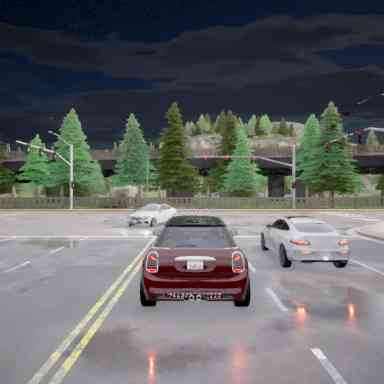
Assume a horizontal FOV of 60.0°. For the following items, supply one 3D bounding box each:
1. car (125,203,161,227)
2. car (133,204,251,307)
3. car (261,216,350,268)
[{"bbox_3d":[-2.589,1.511,22.315,1.812,1.442,4.674,-1,0,23],"label":"car"},{"bbox_3d":[0.077,1.352,8.157,2.097,1.767,4.553,0,0,1],"label":"car"},{"bbox_3d":[3.594,1.526,11.205,1.812,1.442,4.674,0,0,0],"label":"car"}]
